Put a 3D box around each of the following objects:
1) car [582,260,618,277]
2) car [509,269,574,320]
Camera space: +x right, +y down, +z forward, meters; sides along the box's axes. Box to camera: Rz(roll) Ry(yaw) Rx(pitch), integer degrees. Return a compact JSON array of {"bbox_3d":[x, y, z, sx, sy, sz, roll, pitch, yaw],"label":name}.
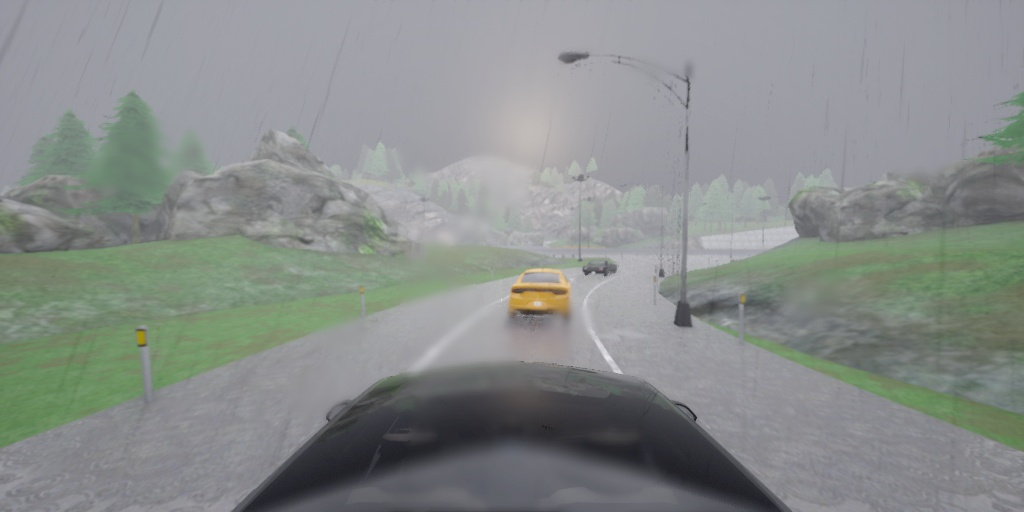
[{"bbox_3d":[7.509,0.969,30.179,1.895,1.301,4.718,2,2,29],"label":"car"},{"bbox_3d":[1.135,1.185,12.613,1.882,1.535,5.008,1,0,9],"label":"car"}]
